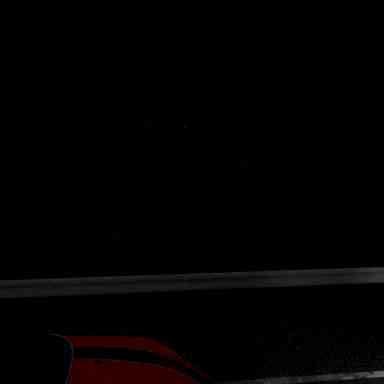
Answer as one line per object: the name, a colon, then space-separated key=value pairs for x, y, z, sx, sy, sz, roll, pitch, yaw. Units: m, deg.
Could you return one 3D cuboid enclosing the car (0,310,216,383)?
car: x=-1.852 y=1.352 z=1.664 sx=4.553 sy=1.767 sz=2.097 roll=0 pitch=0 yaw=-6
